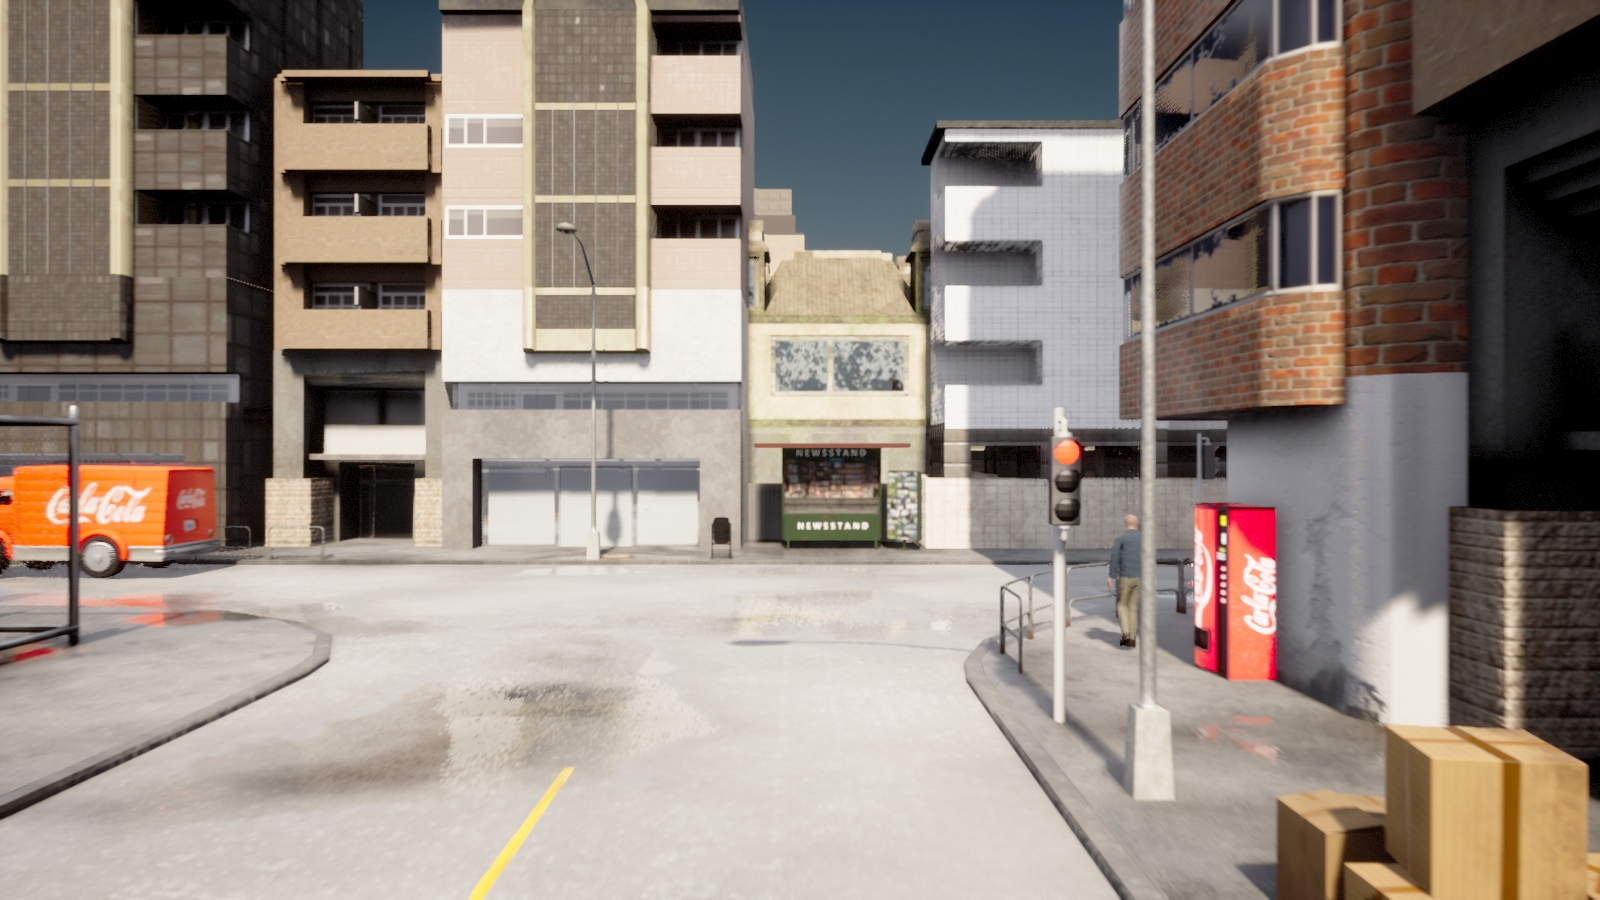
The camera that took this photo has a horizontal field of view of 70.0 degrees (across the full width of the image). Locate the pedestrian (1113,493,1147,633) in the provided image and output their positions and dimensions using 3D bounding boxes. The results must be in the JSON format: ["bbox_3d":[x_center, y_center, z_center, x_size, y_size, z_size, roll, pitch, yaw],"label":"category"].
[{"bbox_3d":[4.460,1.516,15.440,0.375,1.860,0.375,0,0,4],"label":"pedestrian"}]

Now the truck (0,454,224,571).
[{"bbox_3d":[-16.320,1.355,25.857,5.204,2.467,2.627,0,0,0],"label":"truck"}]
